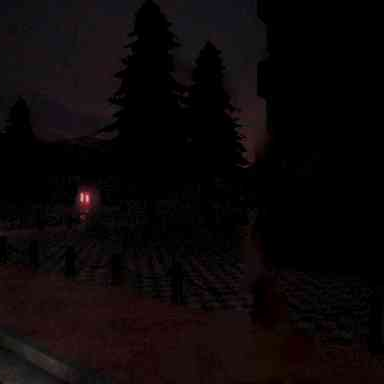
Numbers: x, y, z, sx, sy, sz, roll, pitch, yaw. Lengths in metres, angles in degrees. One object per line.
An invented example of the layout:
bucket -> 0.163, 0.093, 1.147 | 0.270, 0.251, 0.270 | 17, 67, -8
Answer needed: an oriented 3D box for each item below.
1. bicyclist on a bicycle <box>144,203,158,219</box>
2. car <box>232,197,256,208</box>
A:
bicyclist on a bicycle -> -3.145, 1.299, 25.719 | 1.656, 1.620, 0.582 | 0, 0, 35
car -> 7.516, 1.472, 47.764 | 1.882, 1.535, 5.008 | 0, 0, 35
